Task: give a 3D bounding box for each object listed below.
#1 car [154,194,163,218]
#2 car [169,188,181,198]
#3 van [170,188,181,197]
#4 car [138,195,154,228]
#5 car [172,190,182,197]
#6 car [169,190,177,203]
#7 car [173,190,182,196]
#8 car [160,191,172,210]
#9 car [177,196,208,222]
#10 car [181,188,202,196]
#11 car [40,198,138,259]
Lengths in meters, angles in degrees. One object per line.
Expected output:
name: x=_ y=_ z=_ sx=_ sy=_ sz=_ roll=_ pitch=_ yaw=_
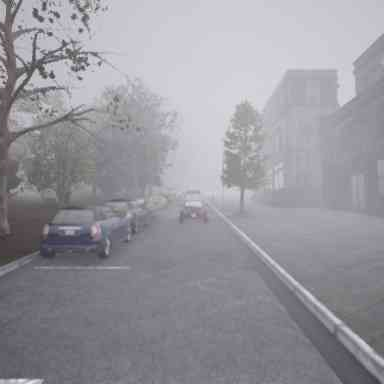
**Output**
car: x=-3.653 y=1.177 z=23.469 sx=2.231 sy=1.521 sz=4.892 roll=0 pitch=1 yaw=2
car: x=-3.652 y=0.530 z=62.462 sx=2.097 sy=1.535 sz=5.008 roll=0 pitch=1 yaw=2
van: x=-3.648 y=0.112 z=73.719 sx=1.878 sy=1.987 sz=4.442 roll=0 pitch=1 yaw=2
car: x=-3.655 y=1.138 z=17.871 sx=2.185 sy=1.767 sz=4.553 roll=0 pitch=1 yaw=2
car: x=-3.645 y=0.240 z=79.361 sx=1.946 sy=1.575 sz=5.366 roll=0 pitch=1 yaw=2
car: x=-3.651 y=0.844 z=45.786 sx=2.163 sy=1.488 sz=4.792 roll=0 pitch=1 yaw=2
car: x=-3.652 y=0.154 z=84.739 sx=2.097 sy=1.535 sz=5.008 roll=0 pitch=1 yaw=2
car: x=-3.645 y=0.993 z=34.801 sx=1.946 sy=1.575 sz=5.366 roll=0 pitch=1 yaw=2
car: x=0.103 y=1.230 z=22.944 sx=1.812 sy=1.442 sz=4.674 roll=0 pitch=1 yaw=0
car: x=0.105 y=0.630 z=41.437 sx=2.150 sy=2.045 sz=5.566 roll=0 pitch=1 yaw=-1
car: x=-3.654 y=1.223 z=12.301 sx=2.185 sy=1.767 sz=4.553 roll=0 pitch=1 yaw=2
